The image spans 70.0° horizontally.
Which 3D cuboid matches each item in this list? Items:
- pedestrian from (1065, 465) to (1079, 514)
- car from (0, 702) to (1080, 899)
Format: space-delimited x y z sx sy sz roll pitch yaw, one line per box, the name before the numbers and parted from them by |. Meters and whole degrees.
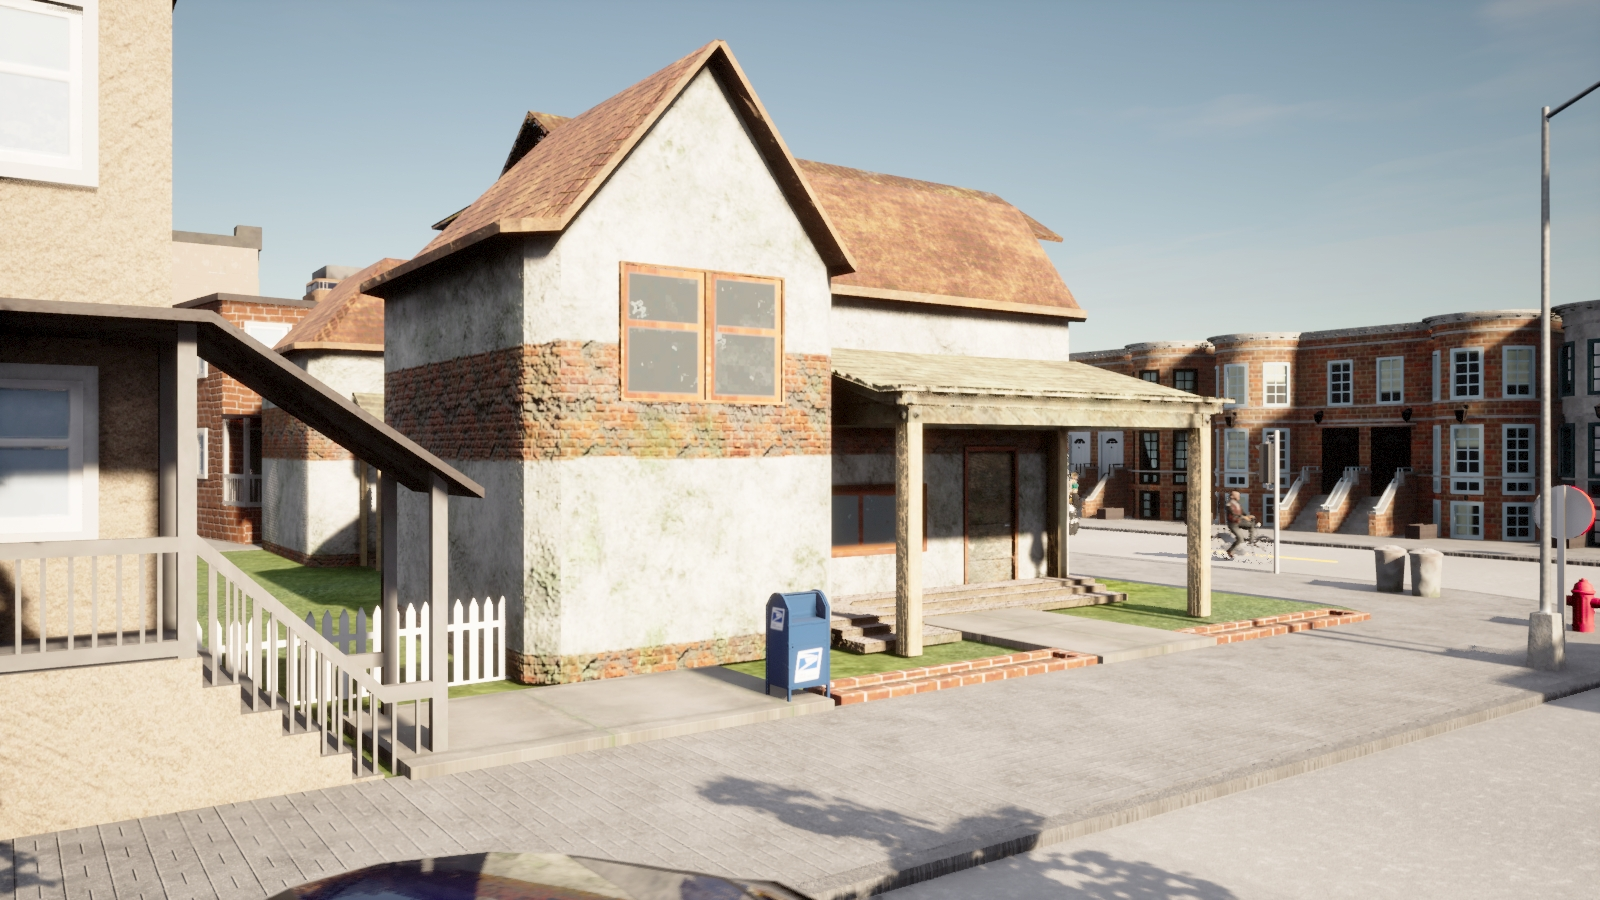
pedestrian | 10.365 1.511 43.511 0.375 1.860 0.375 0 0 40
car | -1.344 1.898 3.456 4.181 1.385 1.994 0 0 -35
